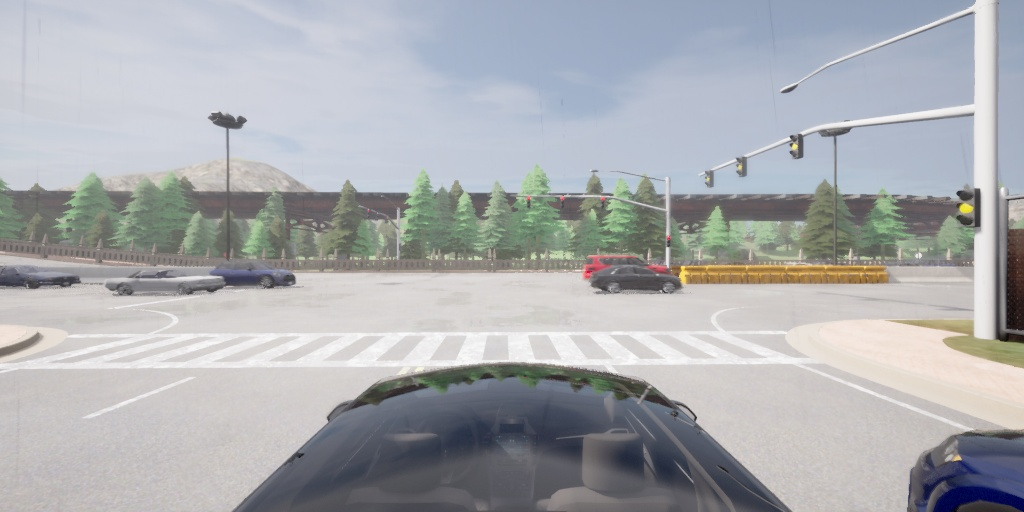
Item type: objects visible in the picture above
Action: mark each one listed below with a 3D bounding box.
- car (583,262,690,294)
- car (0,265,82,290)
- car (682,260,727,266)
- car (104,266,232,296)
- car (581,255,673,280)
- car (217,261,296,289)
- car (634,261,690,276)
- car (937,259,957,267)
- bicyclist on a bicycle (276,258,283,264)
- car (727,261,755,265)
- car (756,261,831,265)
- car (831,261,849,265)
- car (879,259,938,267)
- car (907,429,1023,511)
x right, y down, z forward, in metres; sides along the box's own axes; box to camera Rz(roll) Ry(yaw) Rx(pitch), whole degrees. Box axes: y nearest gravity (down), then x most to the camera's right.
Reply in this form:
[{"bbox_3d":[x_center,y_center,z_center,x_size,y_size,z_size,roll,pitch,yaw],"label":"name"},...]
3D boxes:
[{"bbox_3d":[6.630,1.255,19.473,4.892,1.490,1.837,0,0,-2],"label":"car"},{"bbox_3d":[-29.895,1.257,21.843,5.357,1.411,2.033,1,0,-2],"label":"car"},{"bbox_3d":[15.184,1.102,30.445,4.553,1.767,2.097,0,0,-2],"label":"car"},{"bbox_3d":[-17.900,1.350,18.710,4.718,1.301,1.895,0,0,-2],"label":"car"},{"bbox_3d":[7.278,0.973,22.995,5.566,2.045,2.150,0,0,-2],"label":"car"},{"bbox_3d":[-16.057,1.101,22.271,4.553,1.767,2.097,0,0,-2],"label":"car"},{"bbox_3d":[15.576,1.241,37.460,4.902,1.511,2.128,0,0,-2],"label":"car"},{"bbox_3d":[39.984,1.102,34.699,4.553,1.767,2.097,0,0,-2],"label":"car"},{"bbox_3d":[-28.452,1.041,43.882,0.582,1.620,1.656,0,0,-2],"label":"bicyclist on a bicycle"},{"bbox_3d":[20.519,1.255,34.112,4.892,1.490,1.837,0,0,-2],"label":"car"},{"bbox_3d":[24.013,1.276,30.701,4.674,1.442,1.812,0,0,-2],"label":"car"},{"bbox_3d":[30.016,1.241,34.404,4.902,1.511,2.128,0,0,-2],"label":"car"},{"bbox_3d":[33.219,1.255,31.001,4.892,1.490,1.837,0,0,-2],"label":"car"},{"bbox_3d":[3.600,1.314,0.576,1.994,1.385,4.181,0,0,0],"label":"car"}]
